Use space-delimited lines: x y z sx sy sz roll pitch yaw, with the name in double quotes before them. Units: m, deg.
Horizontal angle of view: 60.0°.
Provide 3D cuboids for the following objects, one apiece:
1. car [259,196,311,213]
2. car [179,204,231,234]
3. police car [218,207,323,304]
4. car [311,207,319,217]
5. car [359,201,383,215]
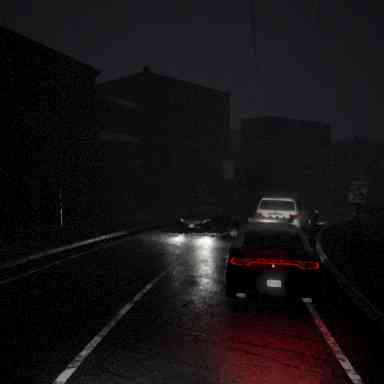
"car" 4.774 1.254 17.406 2.150 2.045 5.566 2 0 23
"car" 0.906 1.429 18.927 1.812 1.442 4.674 2 1 23
"police car" 1.981 1.426 8.455 1.930 1.638 5.238 1 0 11
"car" 7.270 1.576 22.485 1.837 1.490 4.892 3 1 30
"car" 21.289 1.840 39.009 5.008 1.535 1.882 2 3 -33
